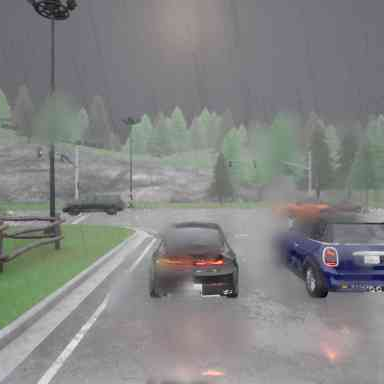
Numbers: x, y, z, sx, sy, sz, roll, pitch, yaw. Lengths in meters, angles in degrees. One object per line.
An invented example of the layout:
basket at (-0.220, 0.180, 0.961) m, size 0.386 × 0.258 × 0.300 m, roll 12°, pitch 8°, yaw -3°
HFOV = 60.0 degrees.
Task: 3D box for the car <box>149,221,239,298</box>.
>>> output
car at (0.051, 1.505, 8.502) m, size 1.837 × 1.490 × 4.892 m, roll 0°, pitch 0°, yaw 0°

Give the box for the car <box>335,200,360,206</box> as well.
car at (15.698, 1.564, 35.371) m, size 4.181 × 1.385 × 1.994 m, roll 0°, pitch 0°, yaw -5°

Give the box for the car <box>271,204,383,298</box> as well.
car at (3.552, 1.352, 8.667) m, size 2.097 × 1.767 × 4.553 m, roll 0°, pitch 0°, yaw 0°

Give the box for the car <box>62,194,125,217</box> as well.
car at (-9.142, 1.223, 31.161) m, size 5.566 × 2.045 × 2.150 m, roll 0°, pitch 0°, yaw -14°

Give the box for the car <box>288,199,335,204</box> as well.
car at (8.925, 1.352, 27.573) m, size 4.553 × 1.767 × 2.097 m, roll 0°, pitch 0°, yaw -7°
